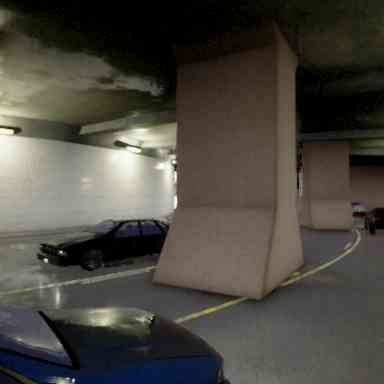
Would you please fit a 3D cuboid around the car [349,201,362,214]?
[{"bbox_3d":[17.972,1.806,37.970,1.812,1.442,4.674,0,0,-1],"label":"car"}]

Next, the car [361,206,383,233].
[{"bbox_3d":[11.670,1.683,20.236,1.812,1.442,4.674,0,-1,23],"label":"car"}]

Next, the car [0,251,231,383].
[{"bbox_3d":[-2.230,1.554,2.306,5.357,1.411,2.033,0,0,-35],"label":"car"}]

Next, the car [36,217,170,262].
[{"bbox_3d":[-2.313,1.607,11.470,5.357,1.411,2.033,1,0,-45],"label":"car"}]
